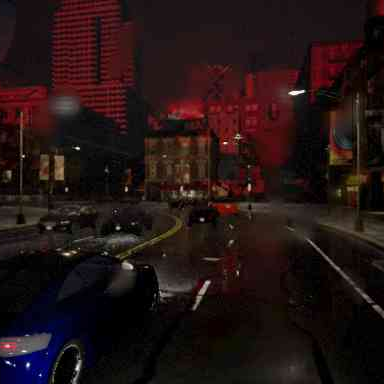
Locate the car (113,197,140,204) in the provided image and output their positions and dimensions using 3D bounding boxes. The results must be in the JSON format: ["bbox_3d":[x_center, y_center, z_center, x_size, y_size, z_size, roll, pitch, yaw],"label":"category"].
[{"bbox_3d":[-11.591,1.628,60.127,4.718,1.301,1.895,0,0,41],"label":"car"}]

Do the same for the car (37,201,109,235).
[{"bbox_3d":[-6.753,1.503,18.795,2.128,1.511,4.902,0,0,7],"label":"car"}]

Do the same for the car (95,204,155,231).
[{"bbox_3d":[-3.378,1.574,18.241,1.994,1.385,4.181,0,0,7],"label":"car"}]

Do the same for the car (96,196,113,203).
[{"bbox_3d":[-16.347,1.556,63.324,4.674,1.452,2.002,0,0,31],"label":"car"}]

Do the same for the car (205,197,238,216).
[{"bbox_3d":[2.843,1.366,32.568,2.097,1.767,4.553,0,0,-12],"label":"car"}]

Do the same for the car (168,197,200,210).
[{"bbox_3d":[-1.460,1.513,43.518,2.128,1.511,4.902,0,0,-29],"label":"car"}]

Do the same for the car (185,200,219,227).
[{"bbox_3d":[0.679,1.536,22.986,1.812,1.442,4.674,0,0,1],"label":"car"}]

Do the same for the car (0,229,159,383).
[{"bbox_3d":[-1.951,1.567,5.095,1.994,1.385,4.181,0,0,12],"label":"car"}]
